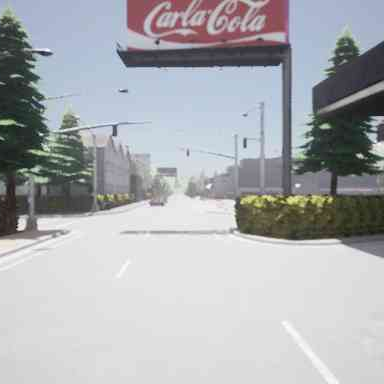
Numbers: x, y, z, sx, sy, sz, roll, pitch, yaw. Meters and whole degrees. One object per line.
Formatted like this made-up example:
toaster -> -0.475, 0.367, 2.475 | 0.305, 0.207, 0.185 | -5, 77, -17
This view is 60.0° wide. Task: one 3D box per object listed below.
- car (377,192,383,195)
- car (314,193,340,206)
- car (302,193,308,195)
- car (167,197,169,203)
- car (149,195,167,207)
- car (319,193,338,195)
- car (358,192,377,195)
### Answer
car -> 38.809, 0.920, 69.573 | 1.932, 1.855, 4.605 | 0, 0, -2
car -> 20.654, 1.068, 51.080 | 1.932, 1.855, 4.605 | 0, 0, -2
car -> 23.136, 1.076, 68.570 | 2.152, 1.636, 5.027 | 0, 0, -2
car -> -5.823, 1.411, 67.332 | 1.837, 1.490, 4.892 | 0, 0, -2
car -> -5.321, 1.293, 51.024 | 2.097, 1.767, 4.553 | 0, 0, -2
car -> 17.667, 1.082, 43.094 | 1.905, 1.878, 3.866 | 0, 0, -2
car -> 35.921, 0.919, 69.052 | 1.905, 1.878, 3.866 | 0, 0, -2
